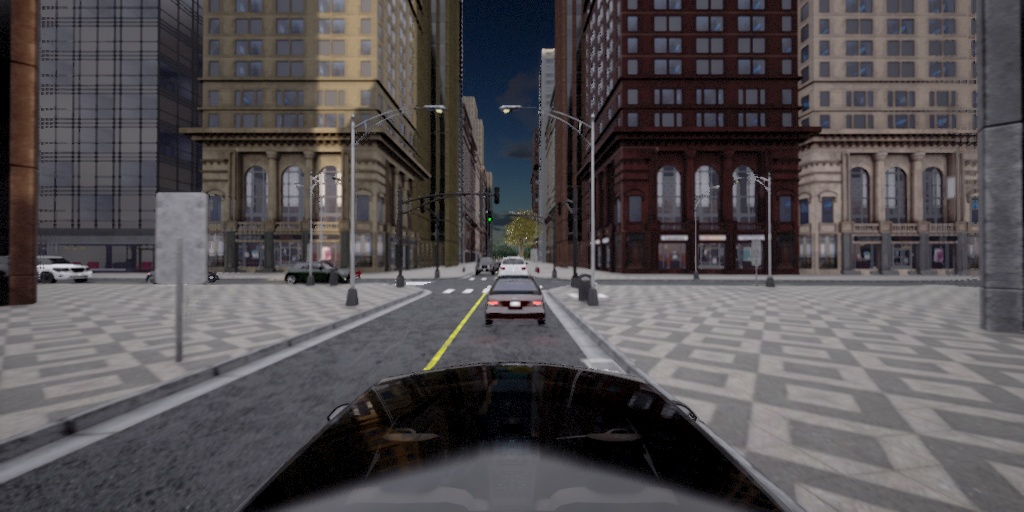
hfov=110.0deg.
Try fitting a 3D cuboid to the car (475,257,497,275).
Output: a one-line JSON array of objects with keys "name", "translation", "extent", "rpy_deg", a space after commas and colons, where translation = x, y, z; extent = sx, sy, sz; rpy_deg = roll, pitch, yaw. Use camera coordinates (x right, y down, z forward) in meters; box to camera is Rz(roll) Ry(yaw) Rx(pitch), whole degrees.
[{"name": "car", "translation": [-3.094, 1.172, 42.197], "extent": [2.150, 2.045, 5.566], "rpy_deg": [0, 0, -1]}]

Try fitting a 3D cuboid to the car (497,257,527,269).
[{"name": "car", "translation": [0.103, 1.114, 29.747], "extent": [2.150, 2.045, 5.566], "rpy_deg": [0, 0, 0]}]

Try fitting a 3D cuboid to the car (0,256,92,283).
[{"name": "car", "translation": [-34.179, 0.990, 26.080], "extent": [5.566, 2.045, 2.150], "rpy_deg": [0, 0, 0]}]

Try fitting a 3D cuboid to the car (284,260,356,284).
[{"name": "car", "translation": [-13.799, 1.175, 26.042], "extent": [4.553, 1.767, 2.097], "rpy_deg": [0, 0, 0]}]

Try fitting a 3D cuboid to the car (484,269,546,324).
[{"name": "car", "translation": [0.102, 1.349, 12.150], "extent": [2.033, 1.411, 5.357], "rpy_deg": [0, 0, 0]}]

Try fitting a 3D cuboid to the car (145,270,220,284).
[{"name": "car", "translation": [-23.837, 1.358, 26.065], "extent": [4.181, 1.385, 1.994], "rpy_deg": [0, 0, 0]}]
